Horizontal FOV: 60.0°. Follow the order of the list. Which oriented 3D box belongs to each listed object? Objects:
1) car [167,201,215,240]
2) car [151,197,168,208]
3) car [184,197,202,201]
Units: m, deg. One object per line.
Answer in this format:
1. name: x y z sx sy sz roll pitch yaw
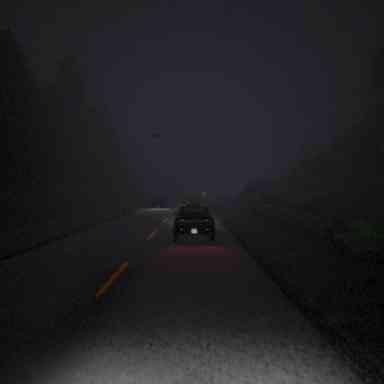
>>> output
1. car: 0.098 1.410 16.318 2.128 1.511 4.902 0 0 0
2. car: -4.083 1.330 42.972 2.033 1.411 5.357 0 0 0
3. car: 0.096 1.302 37.505 2.128 1.511 4.902 0 0 0
